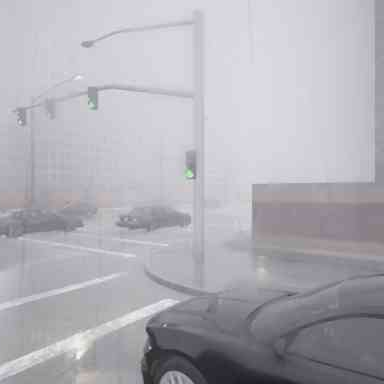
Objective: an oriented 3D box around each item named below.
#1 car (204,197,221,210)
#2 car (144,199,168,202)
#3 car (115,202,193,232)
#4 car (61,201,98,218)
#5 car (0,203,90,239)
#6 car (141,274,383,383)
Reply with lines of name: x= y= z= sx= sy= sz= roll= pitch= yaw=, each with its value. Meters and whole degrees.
car: x=1.997 y=1.478 z=44.022 sx=1.882 sy=1.535 sz=5.008 roll=0 pitch=0 yaw=36
car: x=-4.172 y=1.505 z=35.566 sx=1.837 sy=1.490 sz=4.892 roll=0 pitch=0 yaw=36
car: x=-2.129 y=1.547 z=20.165 sx=2.033 sy=1.411 sz=5.357 roll=0 pitch=0 yaw=36
car: x=-10.099 y=1.492 z=27.428 sx=2.128 sy=1.511 sz=4.902 roll=0 pitch=0 yaw=34
car: x=-8.367 y=1.547 z=17.411 sx=2.033 sy=1.411 sz=5.357 roll=0 pitch=0 yaw=35
car: x=1.741 y=1.478 z=2.764 sx=5.008 sy=1.535 sz=1.882 roll=0 pitch=0 yaw=37
